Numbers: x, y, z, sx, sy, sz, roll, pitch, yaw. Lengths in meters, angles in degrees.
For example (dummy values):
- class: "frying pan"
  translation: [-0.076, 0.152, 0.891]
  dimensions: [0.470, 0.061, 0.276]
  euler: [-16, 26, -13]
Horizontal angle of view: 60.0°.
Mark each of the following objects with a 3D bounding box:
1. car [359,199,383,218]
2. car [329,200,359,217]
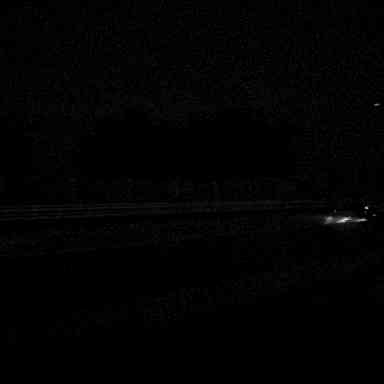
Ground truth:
- class: "car"
  translation: [17.037, 1.360, 29.032]
  dimensions: [4.553, 1.767, 2.097]
  euler: [0, 0, -35]
- class: "car"
  translation: [15.139, 1.514, 31.978]
  dimensions: [4.892, 1.490, 1.837]
  euler: [0, 0, -35]
